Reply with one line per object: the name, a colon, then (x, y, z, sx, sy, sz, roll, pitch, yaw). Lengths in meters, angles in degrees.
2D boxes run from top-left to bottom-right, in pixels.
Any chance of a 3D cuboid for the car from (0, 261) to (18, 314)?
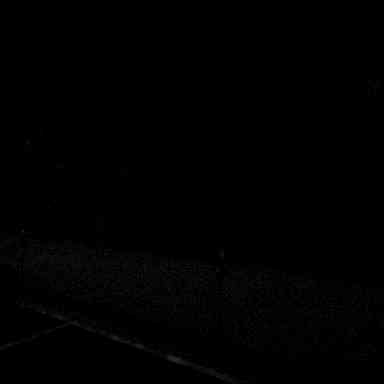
car: (-5.061, 1.618, 6.427, 4.313, 1.339, 1.947, 0, 0, 36)
